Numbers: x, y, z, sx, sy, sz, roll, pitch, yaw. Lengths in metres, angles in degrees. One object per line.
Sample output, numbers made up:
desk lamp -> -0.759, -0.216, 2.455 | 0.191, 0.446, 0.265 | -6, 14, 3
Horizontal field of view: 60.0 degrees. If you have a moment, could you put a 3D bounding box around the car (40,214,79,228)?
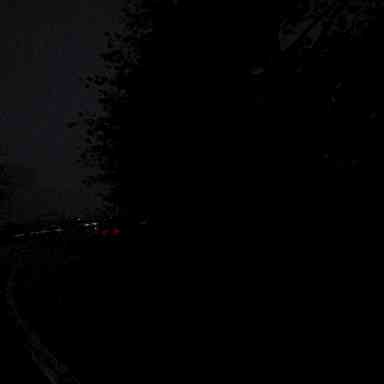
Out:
car -> -19.530, 4.232, 49.132 | 4.892, 1.521, 2.231 | -5, -3, -8

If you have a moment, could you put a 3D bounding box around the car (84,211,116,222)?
car -> -16.740, 4.469, 60.791 | 5.366, 1.575, 1.946 | -5, -3, -8

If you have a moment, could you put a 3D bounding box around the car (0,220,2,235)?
car -> -22.793, 3.987, 34.567 | 4.792, 1.488, 2.163 | -5, -2, -8

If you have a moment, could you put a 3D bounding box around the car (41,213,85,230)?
car -> -14.136, 3.389, 36.717 | 1.994, 1.385, 4.181 | -5, -2, 13

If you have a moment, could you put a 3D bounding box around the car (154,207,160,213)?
car -> -11.537, 4.977, 84.090 | 5.366, 1.575, 1.946 | -5, -2, -8

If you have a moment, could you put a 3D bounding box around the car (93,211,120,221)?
car -> -16.297, 4.592, 63.666 | 4.792, 1.488, 2.163 | -5, -2, -8

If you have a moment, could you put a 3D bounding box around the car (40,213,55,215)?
car -> -20.825, 4.115, 43.310 | 5.008, 1.535, 2.097 | -5, -3, -8

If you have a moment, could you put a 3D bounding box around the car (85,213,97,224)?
car -> -14.196, 3.857, 49.927 | 1.812, 1.442, 4.674 | -5, -2, 13

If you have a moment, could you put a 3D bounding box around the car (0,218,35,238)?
car -> -15.976, 3.246, 28.539 | 1.994, 1.385, 4.181 | -5, -2, 12

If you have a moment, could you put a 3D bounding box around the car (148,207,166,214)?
car -> -9.767, 5.156, 92.796 | 4.674, 1.452, 2.002 | -5, -2, -8

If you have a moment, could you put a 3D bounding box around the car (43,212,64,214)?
car -> -20.223, 3.922, 46.217 | 5.566, 2.045, 2.435 | -5, -2, -8

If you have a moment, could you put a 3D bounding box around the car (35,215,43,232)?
car -> -17.248, 3.639, 36.489 | 1.994, 1.385, 4.181 | -5, -2, 12

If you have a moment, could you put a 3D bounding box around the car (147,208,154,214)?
car -> -12.395, 4.981, 81.136 | 4.792, 1.488, 2.163 | -5, -2, -8

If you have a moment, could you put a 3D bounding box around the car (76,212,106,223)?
car -> -17.565, 4.460, 57.851 | 4.674, 1.452, 2.002 | -5, -2, -8

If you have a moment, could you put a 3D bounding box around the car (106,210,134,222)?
car -> -10.897, 3.649, 50.969 | 2.033, 1.411, 5.357 | -5, -2, 13

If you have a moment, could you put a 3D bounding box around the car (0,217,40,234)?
car -> -21.463, 4.060, 40.394 | 4.892, 1.521, 2.231 | -5, -2, -8

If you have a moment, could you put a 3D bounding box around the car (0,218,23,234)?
car -> -22.302, 4.020, 37.459 | 5.366, 1.575, 1.946 | -5, -2, -8

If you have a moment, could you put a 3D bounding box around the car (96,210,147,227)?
car -> -6.373, 2.453, 30.740 | 2.128, 1.511, 4.902 | -5, -2, 12
